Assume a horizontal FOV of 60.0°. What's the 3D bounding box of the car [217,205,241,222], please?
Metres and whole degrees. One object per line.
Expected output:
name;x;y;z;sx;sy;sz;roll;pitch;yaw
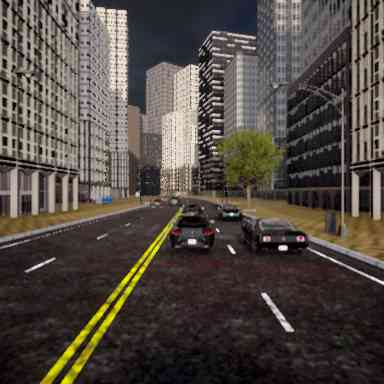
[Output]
car;3.266;1.826;29.308;1.994;1.385;4.181;0;0;0

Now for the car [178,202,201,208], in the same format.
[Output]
car;0.016;1.770;29.278;1.837;1.490;4.892;0;0;0

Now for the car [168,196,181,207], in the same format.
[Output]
car;-3.259;1.748;63.978;2.150;2.045;5.566;0;0;1

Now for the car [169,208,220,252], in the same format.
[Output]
car;0.010;1.657;14.380;1.812;1.442;4.674;0;0;0

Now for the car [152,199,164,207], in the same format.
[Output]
car;-6.502;2.061;64.247;1.812;1.442;4.674;0;0;1

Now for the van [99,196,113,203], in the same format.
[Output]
van;-22.614;1.901;86.715;3.998;1.788;1.690;0;0;1

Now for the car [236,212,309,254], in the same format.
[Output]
car;3.258;1.730;14.098;1.895;1.301;4.718;0;0;0

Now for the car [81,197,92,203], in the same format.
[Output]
car;-28.153;2.079;86.763;4.507;1.381;1.887;0;0;1
